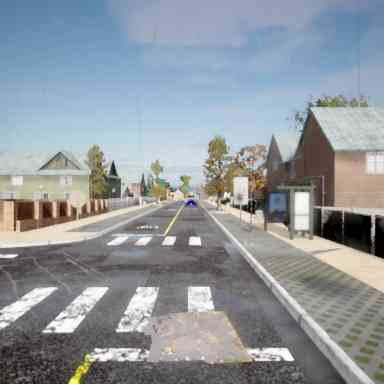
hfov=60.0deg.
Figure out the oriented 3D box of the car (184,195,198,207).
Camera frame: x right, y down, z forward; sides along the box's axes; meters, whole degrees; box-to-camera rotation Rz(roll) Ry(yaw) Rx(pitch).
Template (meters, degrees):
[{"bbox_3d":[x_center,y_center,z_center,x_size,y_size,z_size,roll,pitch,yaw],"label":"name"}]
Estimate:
[{"bbox_3d":[-0.108,1.706,53.840,1.812,1.442,4.674,0,0,0],"label":"car"}]
